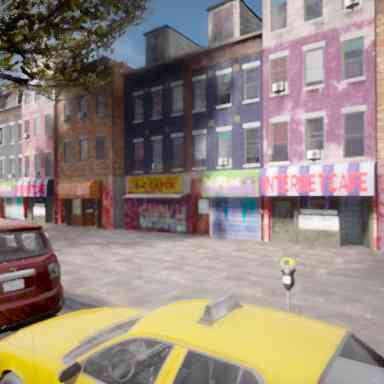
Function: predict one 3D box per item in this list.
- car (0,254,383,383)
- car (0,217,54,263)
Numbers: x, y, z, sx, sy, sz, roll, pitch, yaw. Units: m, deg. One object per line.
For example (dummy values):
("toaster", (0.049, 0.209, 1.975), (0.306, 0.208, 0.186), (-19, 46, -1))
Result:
("car", (0.017, 1.539, 2.797), (4.829, 1.417, 1.752), (-1, 0, 36))
("car", (-4.361, 1.379, 5.920), (5.009, 1.841, 2.192), (-1, 0, 36))
